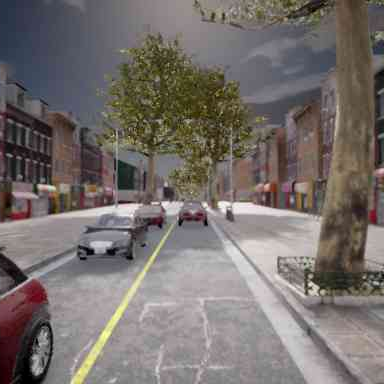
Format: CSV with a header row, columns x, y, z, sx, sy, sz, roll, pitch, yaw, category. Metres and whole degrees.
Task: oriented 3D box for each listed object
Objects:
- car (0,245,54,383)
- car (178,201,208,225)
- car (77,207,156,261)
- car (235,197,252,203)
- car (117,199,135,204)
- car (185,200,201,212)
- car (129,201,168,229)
x,y,z,sx,sy,sz,roll,pitch,yaw,category
-2.822,1.363,2.340,2.097,1.767,4.553,0,0,0,car
0.083,1.480,25.225,2.097,1.767,4.553,0,0,0,car
-2.806,1.553,12.663,2.128,1.511,4.902,0,0,0,car
12.178,1.891,75.487,4.829,1.417,1.752,-1,-1,0,car
-14.835,2.208,75.309,4.507,1.381,1.887,-1,-1,0,car
0.102,1.818,42.695,1.994,1.385,4.181,0,0,0,car
-2.780,1.593,22.992,1.882,1.535,5.008,0,0,1,car
